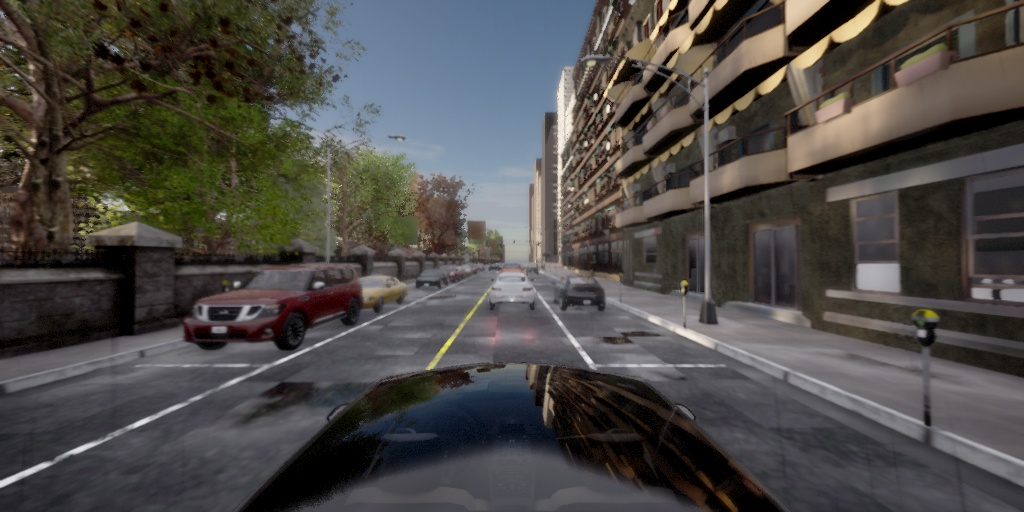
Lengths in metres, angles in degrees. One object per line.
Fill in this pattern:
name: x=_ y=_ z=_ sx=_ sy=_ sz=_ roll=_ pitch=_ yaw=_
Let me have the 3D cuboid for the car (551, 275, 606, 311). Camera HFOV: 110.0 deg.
car: x=2.688 y=1.438 z=15.022 sx=2.007 sy=1.370 sz=4.403 roll=0 pitch=0 yaw=0

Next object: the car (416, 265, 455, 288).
car: x=-5.693 y=1.569 z=26.096 sx=1.948 sy=1.339 sz=4.313 roll=0 pitch=0 yaw=0

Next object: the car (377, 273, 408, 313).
car: x=-5.692 y=1.413 z=14.849 sx=1.751 sy=1.417 sz=4.829 roll=0 pitch=0 yaw=0

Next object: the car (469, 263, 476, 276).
car: x=-5.694 y=1.707 z=42.541 sx=1.751 sy=1.417 sz=4.829 roll=0 pitch=0 yaw=0

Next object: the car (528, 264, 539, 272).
car: x=2.686 y=1.793 z=48.252 sx=2.007 sy=1.370 sz=4.403 roll=0 pitch=0 yaw=0

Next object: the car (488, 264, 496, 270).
car: x=-3.059 y=1.986 z=61.344 sx=1.895 sy=1.301 sz=4.718 roll=0 pitch=-1 yaw=1

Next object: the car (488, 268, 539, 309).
car: x=0.022 y=1.421 z=15.752 sx=1.812 sy=1.442 sz=4.674 roll=0 pitch=0 yaw=0

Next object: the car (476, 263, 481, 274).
car: x=-5.694 y=1.682 z=48.250 sx=1.967 sy=1.591 sz=4.097 roll=0 pitch=0 yaw=0

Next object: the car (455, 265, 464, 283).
car: x=-5.693 y=1.502 z=31.634 sx=1.967 sy=1.591 sz=4.097 roll=0 pitch=0 yaw=0

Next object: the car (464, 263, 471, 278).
car: x=-5.693 y=1.704 z=37.173 sx=1.802 sy=1.307 sz=4.207 roll=0 pitch=0 yaw=0

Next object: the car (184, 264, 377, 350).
car: x=-5.692 y=1.144 z=9.481 sx=2.192 sy=1.841 sz=5.009 roll=0 pitch=0 yaw=0

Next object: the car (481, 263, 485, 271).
car: x=-5.772 y=1.914 z=59.325 sx=2.007 sy=1.370 sz=4.403 roll=0 pitch=0 yaw=0

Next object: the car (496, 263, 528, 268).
car: x=0.018 y=1.400 z=30.288 sx=2.097 sy=1.767 sz=4.553 roll=0 pitch=-1 yaw=0
